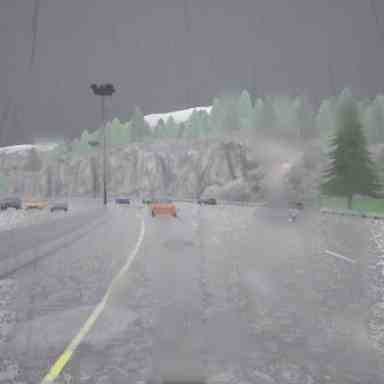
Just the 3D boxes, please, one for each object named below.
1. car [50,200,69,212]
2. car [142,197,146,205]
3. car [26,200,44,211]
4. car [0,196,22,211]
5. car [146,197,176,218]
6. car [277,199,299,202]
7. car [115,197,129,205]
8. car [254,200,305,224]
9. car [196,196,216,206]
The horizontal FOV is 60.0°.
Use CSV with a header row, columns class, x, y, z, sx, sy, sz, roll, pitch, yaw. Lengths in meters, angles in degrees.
class,x,y,z,sx,sy,sz,roll,pitch,yaw
car,-16.749,1.764,42.216,1.812,1.442,4.674,-1,0,-16
car,-7.568,1.566,59.199,2.128,1.511,4.902,-1,0,-23
car,-21.671,1.793,46.057,1.882,1.535,5.008,-1,0,-18
car,-26.139,1.611,48.291,2.150,2.045,5.566,-1,0,-20
car,-2.803,1.373,30.667,2.097,1.767,4.553,-1,0,-12
car,8.148,1.334,29.505,2.128,1.511,4.902,-1,0,-11
car,-13.508,1.645,64.097,1.882,1.535,5.008,0,0,-26
car,5.961,1.484,23.568,1.895,1.301,4.718,-1,0,-9
car,2.235,1.425,52.773,1.837,1.490,4.892,0,0,-19
